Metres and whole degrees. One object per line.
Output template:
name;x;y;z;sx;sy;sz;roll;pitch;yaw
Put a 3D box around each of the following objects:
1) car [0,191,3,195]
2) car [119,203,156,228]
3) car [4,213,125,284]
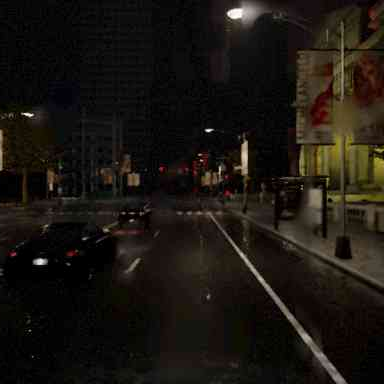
car;-49.559;1.029;81.051;4.674;1.452;2.002;0;0;0
car;-3.411;1.415;21.278;2.128;1.511;4.902;0;0;0
car;-3.410;1.530;9.477;1.994;1.385;4.181;0;0;0
